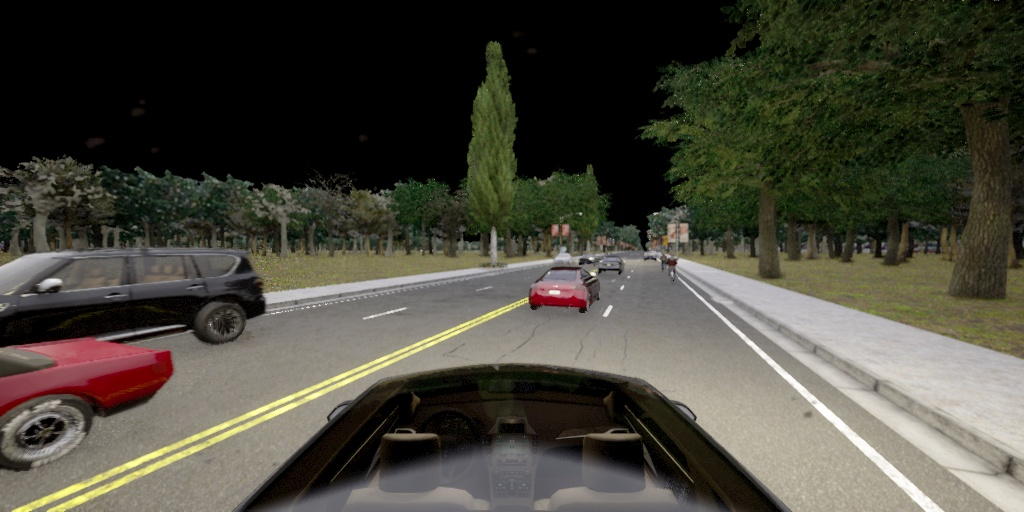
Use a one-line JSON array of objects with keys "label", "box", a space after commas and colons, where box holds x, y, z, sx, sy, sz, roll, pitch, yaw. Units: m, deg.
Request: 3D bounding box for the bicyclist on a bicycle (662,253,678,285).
[{"label": "bicyclist on a bicycle", "box": [9.111, 0.719, 20.451, 0.659, 1.776, 1.843, 0, 2, 21]}]

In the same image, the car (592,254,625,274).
[{"label": "car", "box": [8.300, 0.697, 29.822, 2.033, 1.411, 5.357, 0, 1, 21]}]

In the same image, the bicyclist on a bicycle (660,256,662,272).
[{"label": "bicyclist on a bicycle", "box": [12.601, 0.602, 29.780, 0.582, 1.620, 1.656, 0, 1, 21]}]

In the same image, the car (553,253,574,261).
[{"label": "car", "box": [6.344, 0.380, 43.707, 1.812, 1.442, 4.674, 0, 1, 21]}]

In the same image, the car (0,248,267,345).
[{"label": "car", "box": [-7.585, 0.872, 6.486, 2.150, 2.045, 5.566, 0, 1, 21]}]

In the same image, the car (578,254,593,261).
[{"label": "car", "box": [8.947, 0.450, 41.397, 2.033, 1.411, 5.357, 0, 1, 21]}]

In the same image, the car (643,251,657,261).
[{"label": "car", "box": [22.022, 0.165, 57.221, 1.895, 1.301, 4.718, 0, 1, 20]}]

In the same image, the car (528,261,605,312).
[{"label": "car", "box": [2.047, 1.070, 13.117, 1.994, 1.385, 4.181, 0, 1, 21]}]

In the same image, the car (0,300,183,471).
[{"label": "car", "box": [-5.656, 1.338, 2.380, 1.895, 1.301, 4.718, 0, 1, 21]}]
